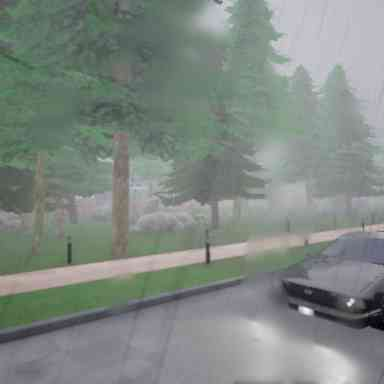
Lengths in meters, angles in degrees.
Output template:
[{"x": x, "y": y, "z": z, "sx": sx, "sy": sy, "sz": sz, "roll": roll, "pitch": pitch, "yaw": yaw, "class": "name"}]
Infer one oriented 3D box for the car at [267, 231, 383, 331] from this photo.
[{"x": 3.977, "y": 1.586, "z": 7.156, "sx": 5.357, "sy": 1.411, "sz": 2.033, "roll": 0, "pitch": -1, "yaw": -38, "class": "car"}]
